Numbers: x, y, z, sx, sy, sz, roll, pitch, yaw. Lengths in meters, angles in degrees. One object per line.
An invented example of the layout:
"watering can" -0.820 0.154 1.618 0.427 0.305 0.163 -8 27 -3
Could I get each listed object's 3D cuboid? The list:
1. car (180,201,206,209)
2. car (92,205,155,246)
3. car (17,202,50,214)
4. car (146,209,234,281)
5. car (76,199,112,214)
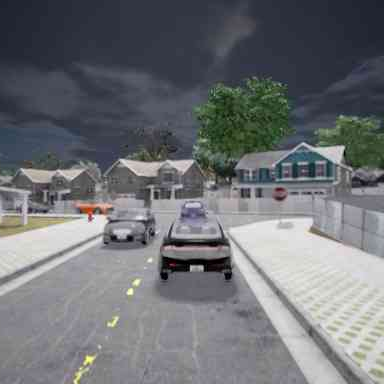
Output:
"car" 0.080 1.430 25.716 1.812 1.442 4.674 -3 1 0
"car" -2.745 1.484 15.428 2.128 1.511 4.902 0 0 0
"car" -19.832 2.016 41.529 4.892 1.490 1.837 -2 -2 30
"car" 0.104 1.486 9.814 2.128 1.511 4.902 0 0 0
"car" -10.333 1.566 35.771 4.553 1.767 2.097 -2 -2 32
